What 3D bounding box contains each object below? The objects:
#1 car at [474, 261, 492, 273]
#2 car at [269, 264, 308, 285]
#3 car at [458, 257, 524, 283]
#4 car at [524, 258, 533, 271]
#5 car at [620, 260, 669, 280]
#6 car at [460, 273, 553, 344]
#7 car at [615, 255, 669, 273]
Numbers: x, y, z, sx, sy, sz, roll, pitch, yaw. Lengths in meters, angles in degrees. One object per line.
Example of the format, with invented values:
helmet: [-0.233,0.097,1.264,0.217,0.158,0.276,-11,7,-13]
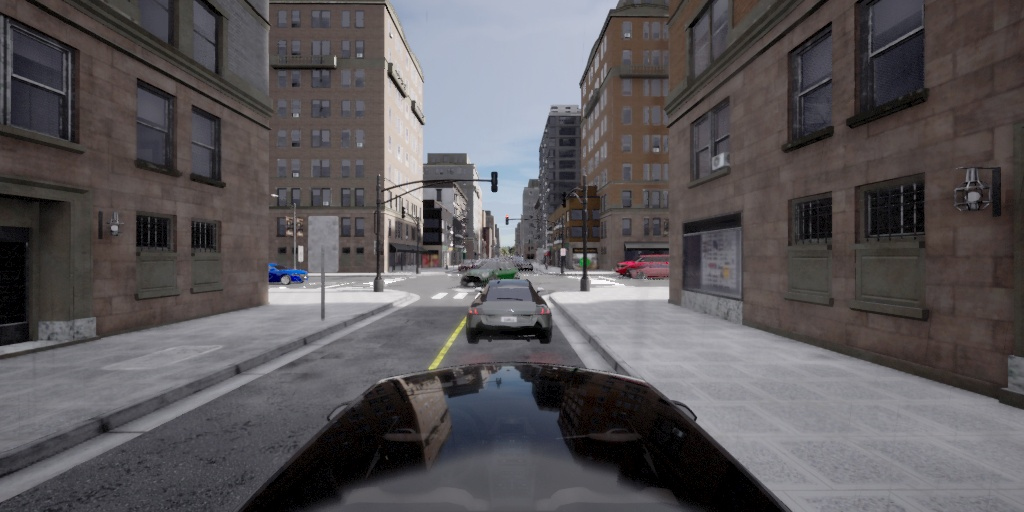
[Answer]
car: [-3.574,1.315,44.668,1.812,1.442,4.674,0,0,1]
car: [-17.583,1.292,26.197,5.008,1.535,1.882,0,0,1]
car: [-1.346,1.095,22.971,2.097,1.767,4.553,0,0,29]
car: [1.901,1.362,48.685,1.948,1.339,4.313,0,0,0]
car: [11.696,1.267,30.041,4.181,1.385,1.994,0,0,-1]
car: [-0.070,1.315,9.614,1.994,1.385,4.181,0,0,0]
car: [12.526,0.929,33.299,5.566,2.045,2.150,0,0,-1]
